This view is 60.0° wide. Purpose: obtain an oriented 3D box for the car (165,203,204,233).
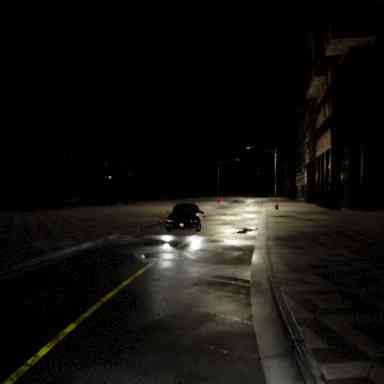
[{"bbox_3d":[-0.359,1.447,19.461,1.837,1.490,4.892,0,0,4],"label":"car"}]
